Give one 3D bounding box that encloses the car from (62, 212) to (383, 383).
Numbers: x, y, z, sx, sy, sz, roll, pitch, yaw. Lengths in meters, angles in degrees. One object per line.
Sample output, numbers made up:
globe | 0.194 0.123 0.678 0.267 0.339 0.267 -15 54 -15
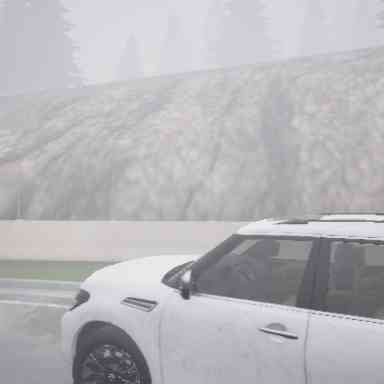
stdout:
car | 1.237 1.222 3.210 5.566 2.045 2.150 0 -1 31
